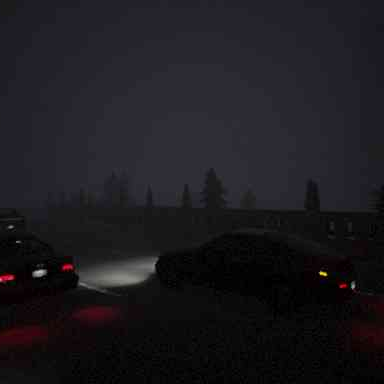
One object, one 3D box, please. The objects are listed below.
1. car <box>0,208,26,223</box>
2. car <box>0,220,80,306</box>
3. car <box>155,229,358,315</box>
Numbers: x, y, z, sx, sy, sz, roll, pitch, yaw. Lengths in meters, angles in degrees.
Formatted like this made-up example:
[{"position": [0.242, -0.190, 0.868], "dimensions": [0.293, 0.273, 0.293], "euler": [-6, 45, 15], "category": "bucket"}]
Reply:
[{"position": [-11.442, 1.737, 20.005], "dimensions": [2.128, 1.511, 4.902], "euler": [0, -1, -40], "category": "car"}, {"position": [-4.822, 1.648, 8.103], "dimensions": [5.357, 1.411, 2.033], "euler": [-1, -1, 42], "category": "car"}, {"position": [1.224, 1.588, 7.678], "dimensions": [4.674, 1.442, 1.812], "euler": [-1, -1, 38], "category": "car"}]
